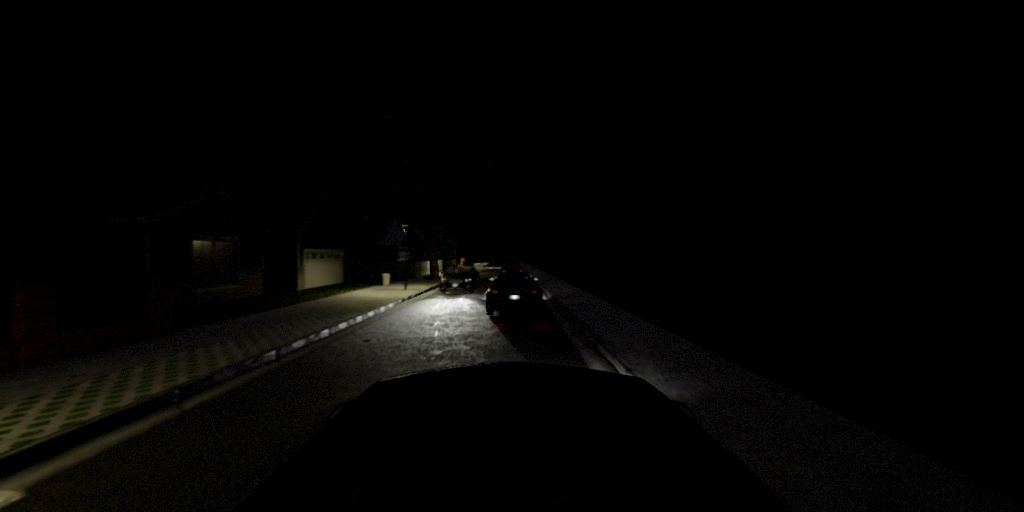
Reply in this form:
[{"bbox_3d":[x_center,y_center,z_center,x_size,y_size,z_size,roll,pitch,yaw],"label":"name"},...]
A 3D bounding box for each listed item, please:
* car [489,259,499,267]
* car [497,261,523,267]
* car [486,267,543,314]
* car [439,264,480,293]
[{"bbox_3d":[-2.979,1.234,62.019,2.033,1.411,5.357,0,0,1],"label":"car"},{"bbox_3d":[0.025,1.284,29.137,1.994,1.385,4.181,0,0,0],"label":"car"},{"bbox_3d":[0.080,1.300,13.631,1.994,1.385,4.181,0,0,0],"label":"car"},{"bbox_3d":[-2.890,1.220,20.659,2.128,1.511,4.902,0,0,0],"label":"car"}]
